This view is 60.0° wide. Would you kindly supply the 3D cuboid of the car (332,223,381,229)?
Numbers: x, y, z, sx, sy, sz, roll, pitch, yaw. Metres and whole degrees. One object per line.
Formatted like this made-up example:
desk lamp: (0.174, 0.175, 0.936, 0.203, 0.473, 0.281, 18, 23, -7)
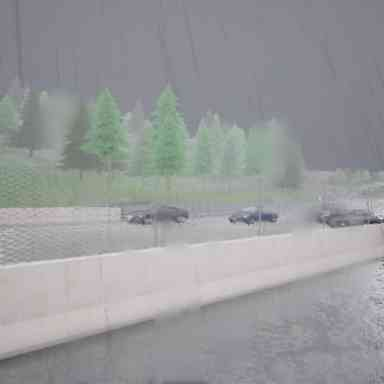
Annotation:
car: (10.838, 1.854, 22.003, 4.181, 1.385, 1.994, 1, -1, -42)
